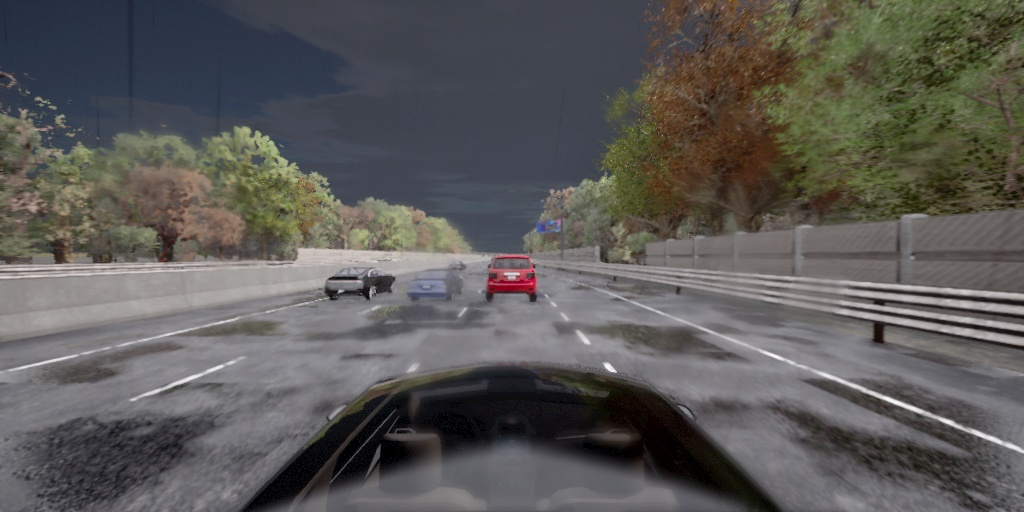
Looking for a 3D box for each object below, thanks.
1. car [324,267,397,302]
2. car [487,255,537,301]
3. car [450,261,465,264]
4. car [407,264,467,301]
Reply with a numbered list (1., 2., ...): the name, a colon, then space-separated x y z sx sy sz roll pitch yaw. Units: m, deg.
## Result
1. car: -7.009 1.251 17.124 2.128 1.511 4.902 0 0 0
2. car: -0.008 0.983 17.454 2.150 2.045 5.566 0 0 0
3. car: -7.021 1.327 46.345 2.033 1.411 5.357 0 0 0
4. car: -3.507 1.308 17.223 2.033 1.411 5.357 0 0 0
